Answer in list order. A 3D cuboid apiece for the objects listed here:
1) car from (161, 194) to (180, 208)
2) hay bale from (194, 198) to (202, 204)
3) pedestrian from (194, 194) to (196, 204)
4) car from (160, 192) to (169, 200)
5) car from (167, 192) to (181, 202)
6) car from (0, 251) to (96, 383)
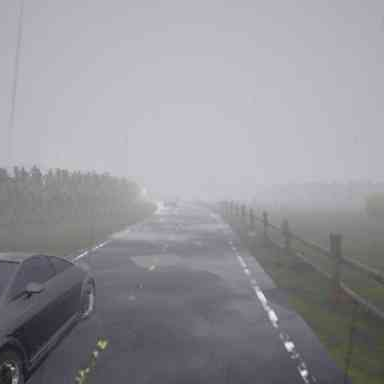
[{"bbox_3d":[-3.134,1.444,47.734,1.882,1.535,5.008,0,0,-5],"label":"car"},{"bbox_3d":[1.112,1.627,61.867,1.220,1.180,1.240,0,0,-9],"label":"hay bale"},{"bbox_3d":[0.657,1.257,62.785,0.375,1.860,0.375,0,0,-14],"label":"pedestrian"},{"bbox_3d":[-6.582,1.060,82.729,2.150,2.045,5.566,0,0,-15],"label":"car"},{"bbox_3d":[-3.464,1.331,69.581,1.837,1.490,4.892,0,0,-13],"label":"car"},{"bbox_3d":[-2.772,1.555,4.449,1.994,1.385,4.181,0,0,1],"label":"car"}]
